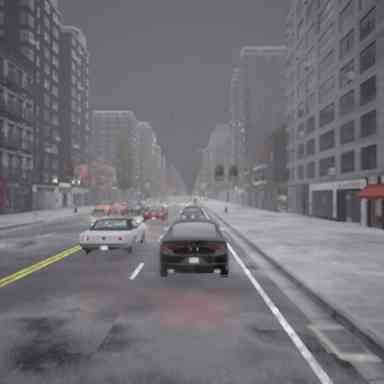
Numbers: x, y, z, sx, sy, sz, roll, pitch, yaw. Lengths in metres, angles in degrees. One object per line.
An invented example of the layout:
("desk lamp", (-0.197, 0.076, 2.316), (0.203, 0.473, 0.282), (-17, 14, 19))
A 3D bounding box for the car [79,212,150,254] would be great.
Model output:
("car", (-3.166, 1.747, 14.240), (1.895, 1.301, 4.718), (0, -1, 0))

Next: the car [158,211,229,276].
("car", (0.074, 1.589, 10.727), (1.882, 1.535, 5.008), (0, -1, 1))

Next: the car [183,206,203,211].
("car", (0.069, 1.812, 25.864), (2.033, 1.411, 5.357), (0, -1, 0))

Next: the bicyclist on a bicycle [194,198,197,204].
("bicyclist on a bicycle", (0.842, 2.174, 75.197), (0.582, 1.620, 1.656), (0, -1, 0))

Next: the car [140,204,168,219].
("car", (-3.176, 1.905, 29.848), (1.895, 1.301, 4.718), (0, -1, 0))

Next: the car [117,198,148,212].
("car", (-6.620, 1.732, 37.544), (2.097, 1.767, 4.553), (0, -1, 0))

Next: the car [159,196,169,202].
("car", (-6.554, 1.714, 78.164), (2.150, 2.045, 5.566), (0, 0, 0))

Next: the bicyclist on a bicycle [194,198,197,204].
("bicyclist on a bicycle", (0.832, 2.238, 84.194), (0.866, 1.612, 1.509), (0, 0, 0))

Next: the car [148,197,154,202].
("car", (-9.804, 2.013, 78.189), (1.812, 1.442, 4.674), (0, 0, 0))

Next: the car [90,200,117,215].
("car", (-9.869, 1.732, 37.522), (2.097, 1.767, 4.553), (0, -1, 0))
